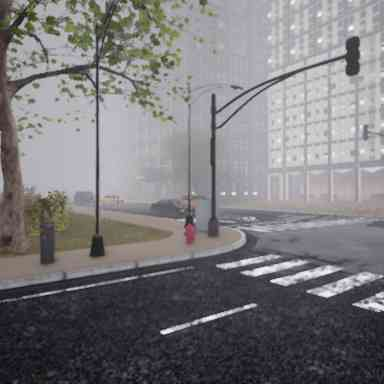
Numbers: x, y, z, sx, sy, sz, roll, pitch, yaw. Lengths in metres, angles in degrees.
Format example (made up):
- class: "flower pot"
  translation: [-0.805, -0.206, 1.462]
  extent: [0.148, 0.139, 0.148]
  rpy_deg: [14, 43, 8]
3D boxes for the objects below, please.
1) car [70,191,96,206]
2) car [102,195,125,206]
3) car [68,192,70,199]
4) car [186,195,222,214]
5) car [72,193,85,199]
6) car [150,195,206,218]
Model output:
- class: "car"
  translation: [-14.866, 0.855, 46.511]
  extent: [2.150, 2.045, 5.566]
  rpy_deg: [0, 0, -33]
- class: "car"
  translation: [-11.033, 1.109, 46.606]
  extent: [1.882, 1.535, 5.008]
  rpy_deg: [0, 0, -33]
- class: "car"
  translation: [-32.012, 1.048, 84.120]
  extent: [2.128, 1.511, 4.902]
  rpy_deg: [0, 0, -34]
- class: "car"
  translation: [0.611, 1.024, 29.080]
  extent: [2.097, 1.767, 4.553]
  rpy_deg: [0, 0, -34]
- class: "car"
  translation: [-29.307, 1.019, 85.921]
  extent: [1.837, 1.490, 4.892]
  rpy_deg: [0, 0, -34]
- class: "car"
  translation: [-1.485, 1.226, 26.361]
  extent: [2.033, 1.411, 5.357]
  rpy_deg: [0, 0, -34]
